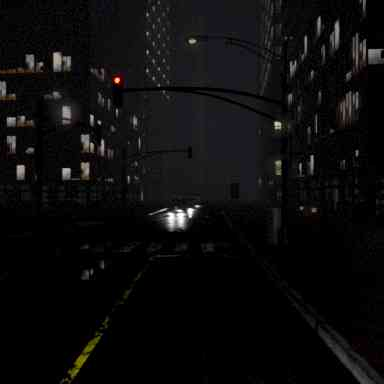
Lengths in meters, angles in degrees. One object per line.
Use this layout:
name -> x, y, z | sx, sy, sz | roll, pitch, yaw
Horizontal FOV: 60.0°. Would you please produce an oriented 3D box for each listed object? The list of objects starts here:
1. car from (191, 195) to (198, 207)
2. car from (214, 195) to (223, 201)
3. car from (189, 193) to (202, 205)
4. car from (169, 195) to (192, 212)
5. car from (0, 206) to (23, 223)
car -> -0.723, 1.559, 47.811 | 1.895, 1.301, 4.718 | 0, 0, 6
car -> 6.248, 1.362, 78.030 | 1.882, 1.535, 5.008 | 0, 0, 9
car -> 0.432, 1.159, 58.315 | 2.150, 2.045, 5.566 | 0, 0, 7
car -> -1.530, 1.464, 38.530 | 2.128, 1.511, 4.902 | 0, 0, 5
car -> -16.549, 1.854, 27.985 | 4.403, 1.369, 2.008 | -1, 1, 10
